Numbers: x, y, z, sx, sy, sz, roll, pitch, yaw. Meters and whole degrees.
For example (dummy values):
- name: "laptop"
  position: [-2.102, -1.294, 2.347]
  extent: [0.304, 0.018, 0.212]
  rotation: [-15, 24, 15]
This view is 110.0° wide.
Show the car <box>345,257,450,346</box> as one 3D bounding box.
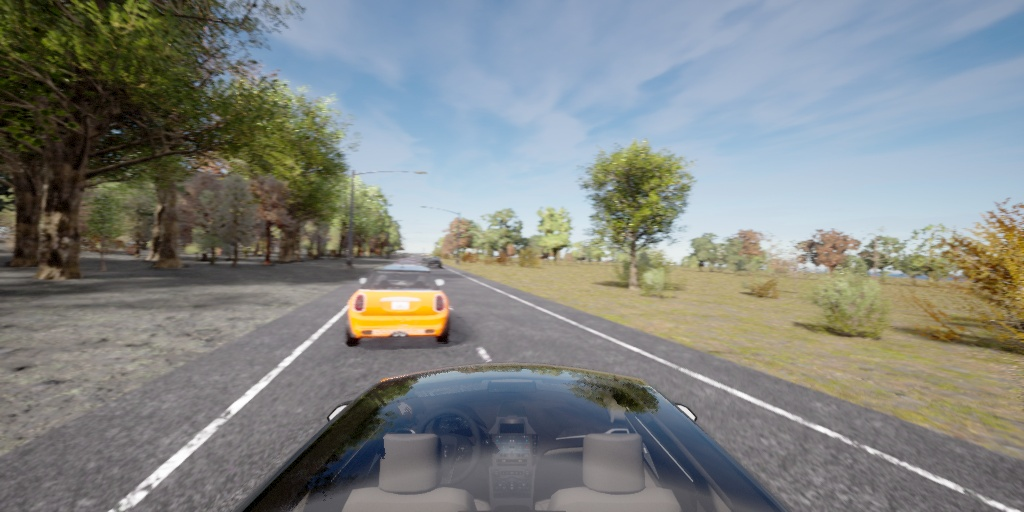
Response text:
- name: "car"
  position: [-2.835, 1.000, 9.293]
  extent: [2.097, 1.767, 4.553]
  rotation: [2, 0, -16]

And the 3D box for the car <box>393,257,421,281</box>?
- name: "car"
  position: [-8.199, 0.943, 28.066]
  extent: [1.882, 1.535, 5.008]
  rotation: [2, 0, -16]
